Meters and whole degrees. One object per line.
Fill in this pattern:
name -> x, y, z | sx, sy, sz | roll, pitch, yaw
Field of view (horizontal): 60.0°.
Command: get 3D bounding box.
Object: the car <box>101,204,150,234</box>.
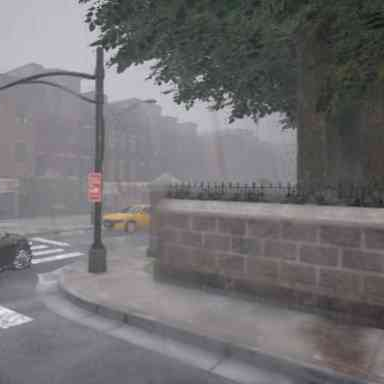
car -> -3.154, 1.485, 19.992 | 1.882, 1.535, 5.008 | 1, 1, 35

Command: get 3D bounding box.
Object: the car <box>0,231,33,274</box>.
car -> -5.929, 1.418, 8.356 | 2.097, 1.767, 4.553 | 1, -1, -2
